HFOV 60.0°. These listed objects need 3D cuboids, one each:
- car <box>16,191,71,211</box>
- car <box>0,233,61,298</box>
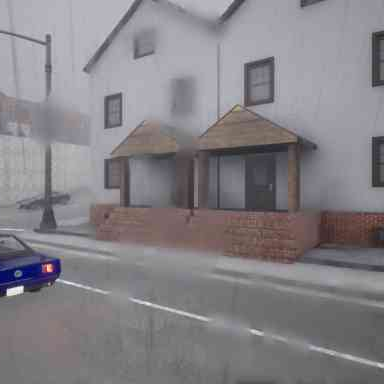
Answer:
[{"bbox_3d":[-13.562,0.717,30.502,2.128,1.511,4.902,0,8,35],"label":"car"},{"bbox_3d":[-5.160,1.601,7.646,4.718,1.301,1.895,0,0,36],"label":"car"}]
